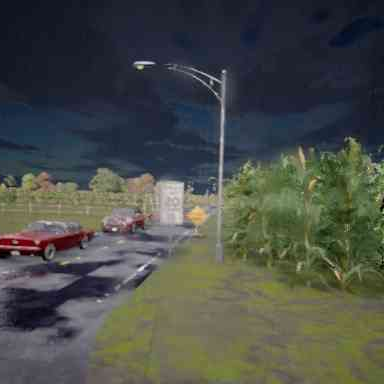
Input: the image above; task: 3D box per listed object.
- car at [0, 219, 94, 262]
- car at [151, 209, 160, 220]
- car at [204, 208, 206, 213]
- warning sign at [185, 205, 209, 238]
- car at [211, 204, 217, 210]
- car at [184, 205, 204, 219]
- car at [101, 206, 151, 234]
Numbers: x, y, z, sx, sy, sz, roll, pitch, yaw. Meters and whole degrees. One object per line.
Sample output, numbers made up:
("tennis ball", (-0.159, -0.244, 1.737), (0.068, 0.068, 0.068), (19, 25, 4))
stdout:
("car", (-5.688, 1.808, 13.316), (1.895, 1.301, 4.718), (2, -2, 6))
("car", (-3.473, 2.468, 35.240), (1.895, 1.301, 4.718), (2, -2, 6))
("car", (1.145, 2.840, 52.709), (2.097, 1.767, 4.553), (2, -2, 6))
("warning sign", (0.313, 1.712, 19.870), (1.300, 1.860, 1.060), (2, -1, 6))
("car", (6.314, 4.253, 94.604), (1.837, 1.490, 4.892), (2, -1, 6))
("car", (0.127, 2.704, 42.197), (1.812, 1.442, 4.674), (2, -2, 6))
("car", (-4.674, 1.862, 23.336), (2.097, 1.767, 4.553), (2, -2, 6))
